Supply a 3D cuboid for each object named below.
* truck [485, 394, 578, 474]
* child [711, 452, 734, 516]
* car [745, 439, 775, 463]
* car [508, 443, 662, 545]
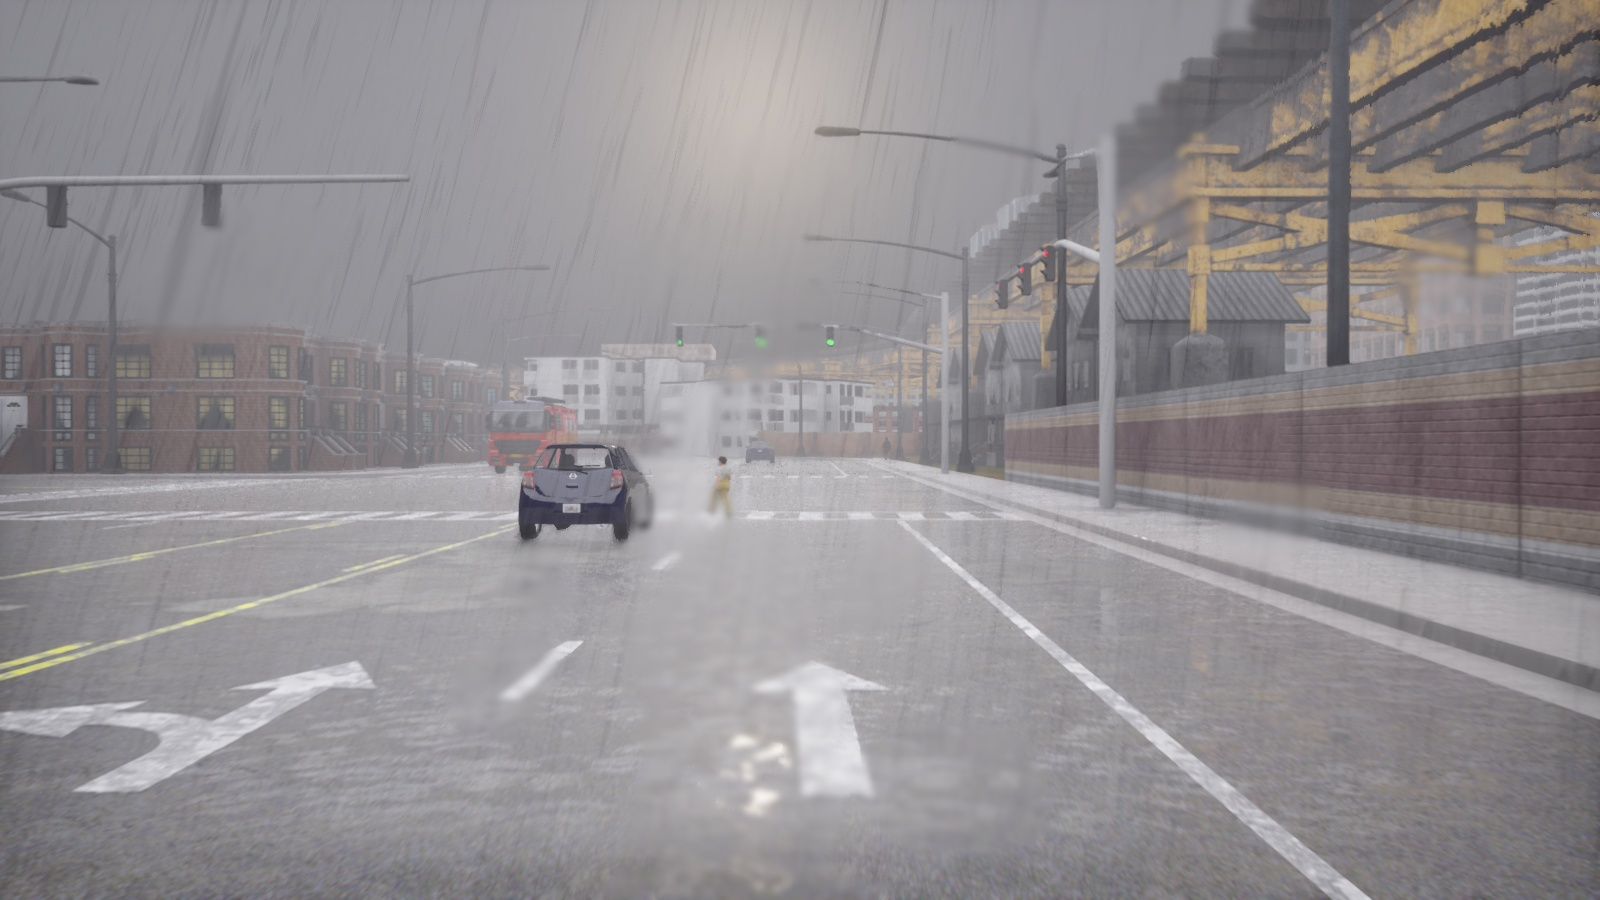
[{"bbox_3d":[-13.608,-0.792,64.334,2.891,3.827,8.468,0,0,0],"label":"truck"},{"bbox_3d":[-1.545,0.669,25.003,0.270,1.263,0.437,0,0,-38],"label":"child"},{"bbox_3d":[-2.959,0.070,94.443,2.097,1.767,4.553,0,0,0],"label":"car"},{"bbox_3d":[-3.366,0.643,20.299,1.845,1.501,3.633,0,0,0],"label":"car"}]
